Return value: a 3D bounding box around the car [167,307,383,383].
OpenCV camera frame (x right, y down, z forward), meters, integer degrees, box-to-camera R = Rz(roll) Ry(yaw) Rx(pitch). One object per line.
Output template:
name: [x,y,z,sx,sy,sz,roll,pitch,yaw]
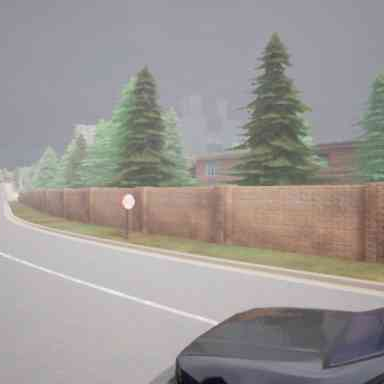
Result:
car: [2.365,1.568,2.316,5.357,1.411,2.033,0,0,36]
